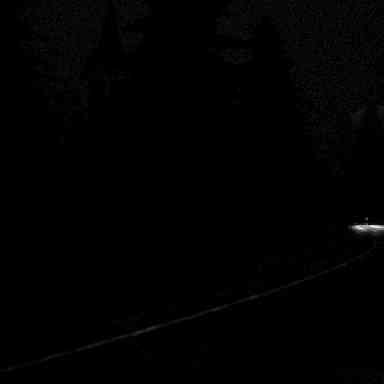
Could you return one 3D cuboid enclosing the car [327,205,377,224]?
[{"bbox_3d":[13.474,1.906,27.789,1.994,1.385,4.181,0,-1,-3],"label":"car"}]
